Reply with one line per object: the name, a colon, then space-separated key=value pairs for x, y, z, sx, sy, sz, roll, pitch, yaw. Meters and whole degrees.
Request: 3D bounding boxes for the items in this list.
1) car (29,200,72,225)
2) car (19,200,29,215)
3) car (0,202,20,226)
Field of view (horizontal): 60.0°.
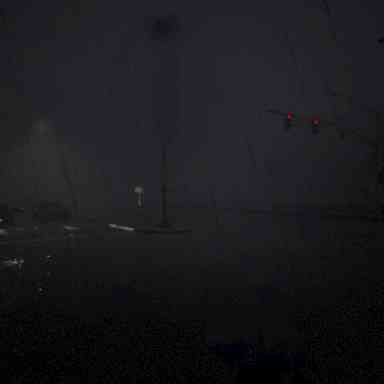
car: x=-10.347 y=1.444 z=24.472 sx=1.882 sy=1.535 sz=5.008 roll=0 pitch=0 yaw=-35
car: x=-16.491 y=1.491 z=33.258 sx=1.812 sy=1.442 sz=4.674 roll=0 pitch=0 yaw=-35
car: x=-13.061 y=1.492 z=22.246 sx=1.837 sy=1.490 sz=4.892 roll=0 pitch=0 yaw=-35
